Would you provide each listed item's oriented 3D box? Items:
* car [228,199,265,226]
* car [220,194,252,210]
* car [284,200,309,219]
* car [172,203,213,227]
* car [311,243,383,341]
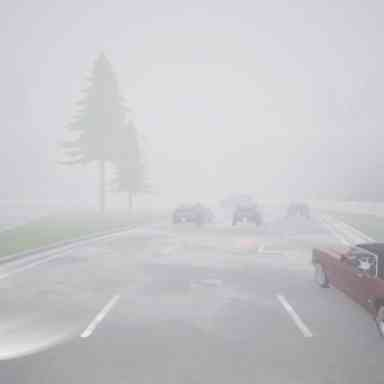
[{"bbox_3d":[4.000,1.493,23.403,1.837,1.490,4.892,0,0,16],"label":"car"},{"bbox_3d":[5.261,1.202,39.656,2.150,2.045,5.566,0,0,-19],"label":"car"},{"bbox_3d":[9.230,1.493,29.321,1.837,1.490,4.892,0,0,14],"label":"car"},{"bbox_3d":[0.137,1.479,22.672,2.128,1.511,4.902,0,0,16],"label":"car"},{"bbox_3d":[3.794,1.599,6.162,1.895,1.301,4.718,0,0,3],"label":"car"}]
